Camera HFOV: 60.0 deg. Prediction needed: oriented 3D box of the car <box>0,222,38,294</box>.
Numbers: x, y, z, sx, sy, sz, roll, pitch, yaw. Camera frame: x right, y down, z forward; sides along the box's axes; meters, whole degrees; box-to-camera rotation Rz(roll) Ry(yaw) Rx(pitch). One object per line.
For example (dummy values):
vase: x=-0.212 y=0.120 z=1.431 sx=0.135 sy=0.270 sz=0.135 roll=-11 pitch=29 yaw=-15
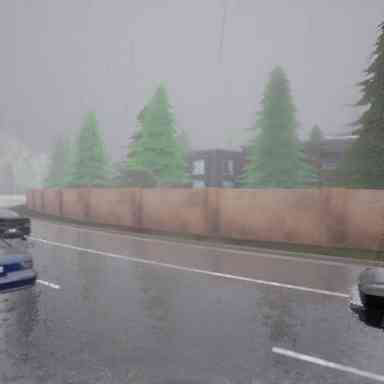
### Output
car: x=-5.728 y=1.518 z=7.850 sx=5.357 sy=1.411 sz=2.033 roll=1 pitch=0 yaw=38

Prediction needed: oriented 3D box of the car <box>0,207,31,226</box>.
car: x=-9.312 y=1.445 z=15.486 sx=5.008 sy=1.535 sz=1.882 roll=1 pitch=0 yaw=42

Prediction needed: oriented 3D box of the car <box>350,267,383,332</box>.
car: x=4.919 y=1.711 z=4.849 sx=4.718 sy=1.301 sz=1.895 roll=1 pitch=0 yaw=30
